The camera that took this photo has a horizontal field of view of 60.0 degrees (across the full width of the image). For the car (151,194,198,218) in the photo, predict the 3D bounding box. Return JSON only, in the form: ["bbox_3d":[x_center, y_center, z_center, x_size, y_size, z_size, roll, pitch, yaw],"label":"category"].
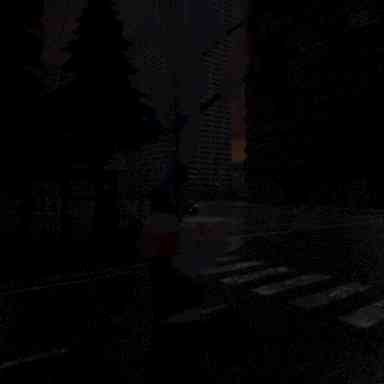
[{"bbox_3d":[-1.719,1.172,30.446,2.150,2.045,5.566,0,0,-35],"label":"car"}]

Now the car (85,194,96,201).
[{"bbox_3d":[-24.971,1.257,81.165,2.128,1.511,4.902,0,0,-36],"label":"car"}]

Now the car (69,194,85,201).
[{"bbox_3d":[-27.819,1.254,79.129,1.837,1.490,4.892,0,0,-36],"label":"car"}]
